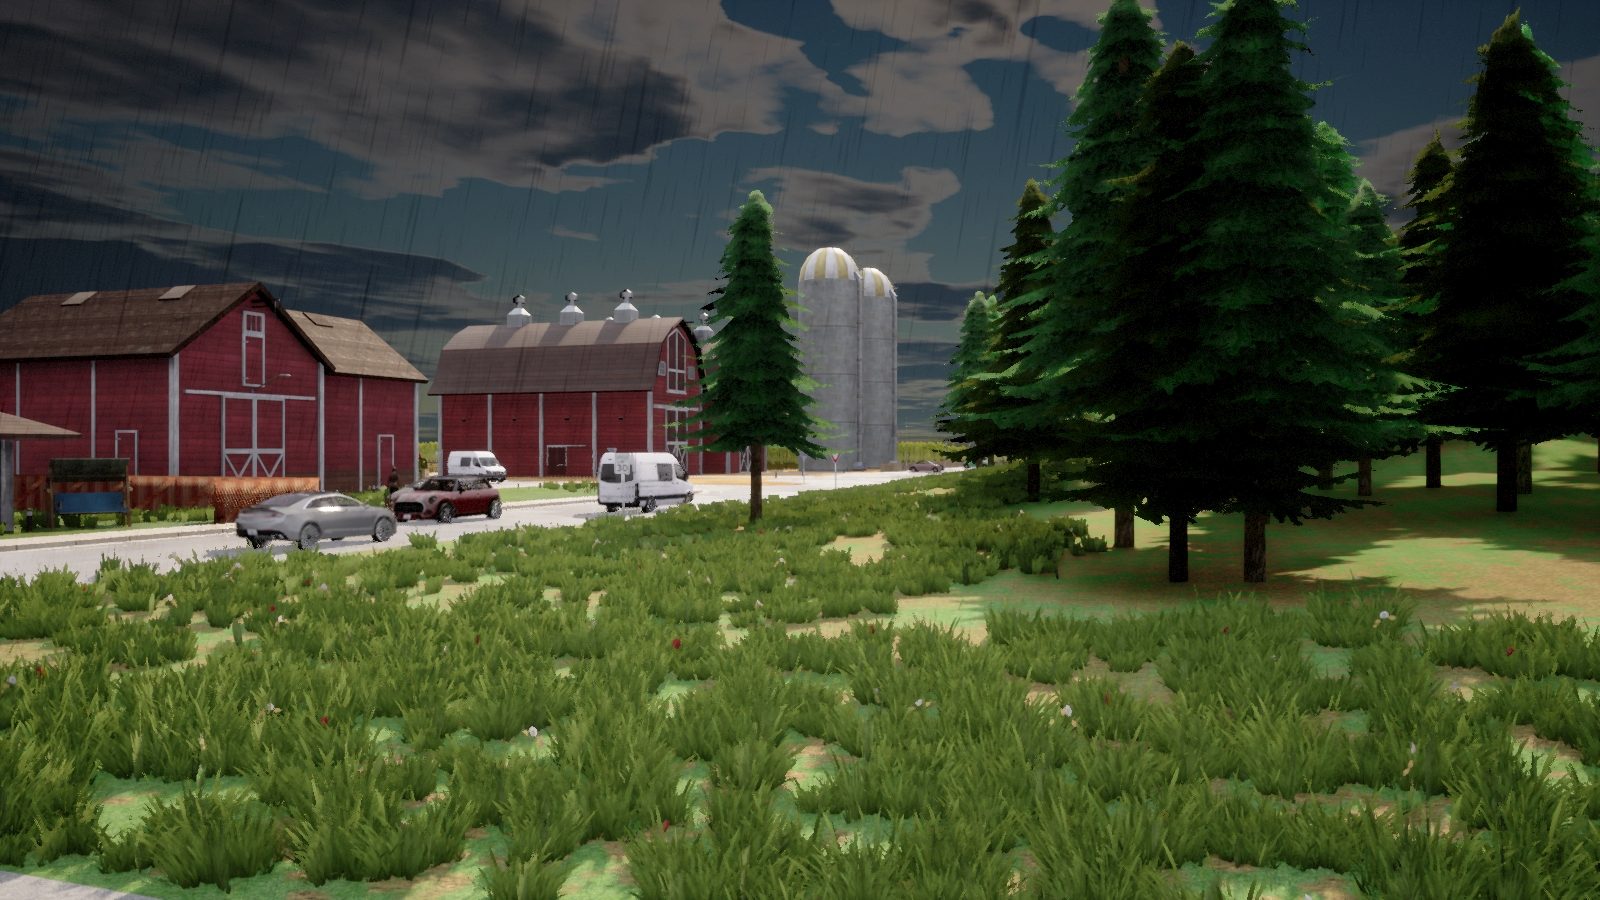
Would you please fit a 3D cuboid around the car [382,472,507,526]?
[{"bbox_3d":[-13.127,1.765,42.517,2.097,1.767,4.553,0,0,20],"label":"car"}]

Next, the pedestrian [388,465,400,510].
[{"bbox_3d":[-16.907,1.555,47.604,0.375,1.860,0.375,0,0,-7],"label":"pedestrian"}]

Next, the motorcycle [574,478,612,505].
[{"bbox_3d":[-10.265,2.065,56.801,0.867,1.251,2.209,0,0,20],"label":"motorcycle"}]

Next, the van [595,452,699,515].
[{"bbox_3d":[-6.619,1.394,50.171,1.988,2.561,5.915,0,0,20],"label":"van"}]

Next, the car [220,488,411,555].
[{"bbox_3d":[-13.308,1.907,31.765,2.128,1.511,4.902,0,0,20],"label":"car"}]
